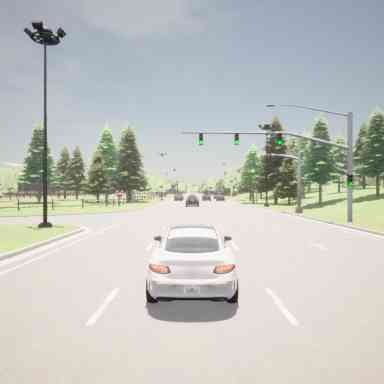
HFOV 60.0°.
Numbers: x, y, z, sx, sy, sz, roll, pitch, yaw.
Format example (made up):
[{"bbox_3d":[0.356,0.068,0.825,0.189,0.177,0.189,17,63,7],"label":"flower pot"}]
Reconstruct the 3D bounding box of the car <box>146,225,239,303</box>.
[{"bbox_3d":[0.015,1.526,8.065,1.812,1.442,4.674,0,0,0],"label":"car"}]

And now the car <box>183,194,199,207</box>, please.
[{"bbox_3d":[0.059,1.352,51.938,2.097,1.767,4.553,0,0,0],"label":"car"}]

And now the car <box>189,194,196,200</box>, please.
[{"bbox_3d":[0.106,1.332,93.001,1.837,1.490,4.892,0,0,0],"label":"car"}]

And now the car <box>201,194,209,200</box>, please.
[{"bbox_3d":[3.606,1.372,92.997,2.033,1.411,5.357,0,0,0],"label":"car"}]

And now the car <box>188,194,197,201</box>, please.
[{"bbox_3d":[0.095,1.348,82.968,2.097,1.767,4.553,0,0,0],"label":"car"}]

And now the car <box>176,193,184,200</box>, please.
[{"bbox_3d":[-3.394,1.188,92.975,2.097,1.767,4.553,0,0,0],"label":"car"}]

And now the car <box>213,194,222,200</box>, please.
[{"bbox_3d":[7.106,1.385,92.993,1.994,1.385,4.181,0,0,0],"label":"car"}]

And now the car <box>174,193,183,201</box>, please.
[{"bbox_3d":[-3.405,1.544,82.969,1.994,1.385,4.181,0,0,0],"label":"car"}]

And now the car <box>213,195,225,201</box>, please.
[{"bbox_3d":[7.094,1.517,82.573,2.128,1.511,4.902,0,0,0],"label":"car"}]

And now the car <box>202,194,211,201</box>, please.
[{"bbox_3d":[3.595,1.348,82.964,2.097,1.767,4.553,0,0,0],"label":"car"}]
